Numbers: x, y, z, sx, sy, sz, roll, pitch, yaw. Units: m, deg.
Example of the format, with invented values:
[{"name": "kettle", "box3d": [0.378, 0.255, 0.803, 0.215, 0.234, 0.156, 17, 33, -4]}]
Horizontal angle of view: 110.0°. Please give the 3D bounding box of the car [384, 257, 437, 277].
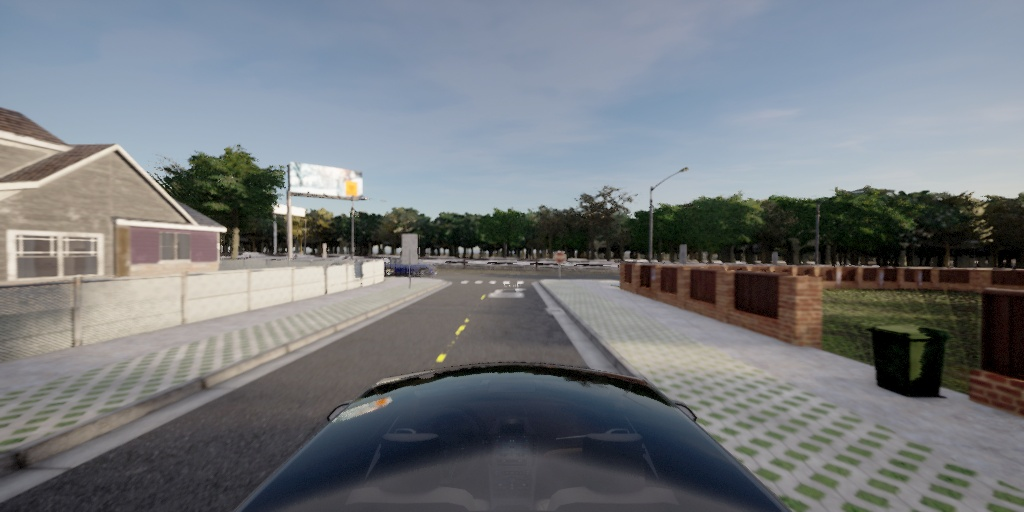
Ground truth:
[{"name": "car", "box3d": [-9.068, 0.948, 32.160, 4.553, 1.767, 2.097, 1, 1, 0]}]
